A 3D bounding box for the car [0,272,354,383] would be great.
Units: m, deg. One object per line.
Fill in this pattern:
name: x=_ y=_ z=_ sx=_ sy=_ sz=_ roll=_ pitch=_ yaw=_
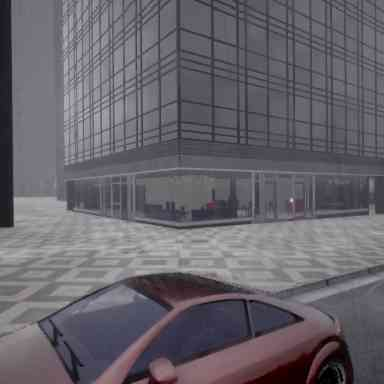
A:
car: x=-0.365 y=1.563 z=3.117 sx=4.181 sy=1.385 sz=1.994 roll=0 pitch=0 yaw=-35
